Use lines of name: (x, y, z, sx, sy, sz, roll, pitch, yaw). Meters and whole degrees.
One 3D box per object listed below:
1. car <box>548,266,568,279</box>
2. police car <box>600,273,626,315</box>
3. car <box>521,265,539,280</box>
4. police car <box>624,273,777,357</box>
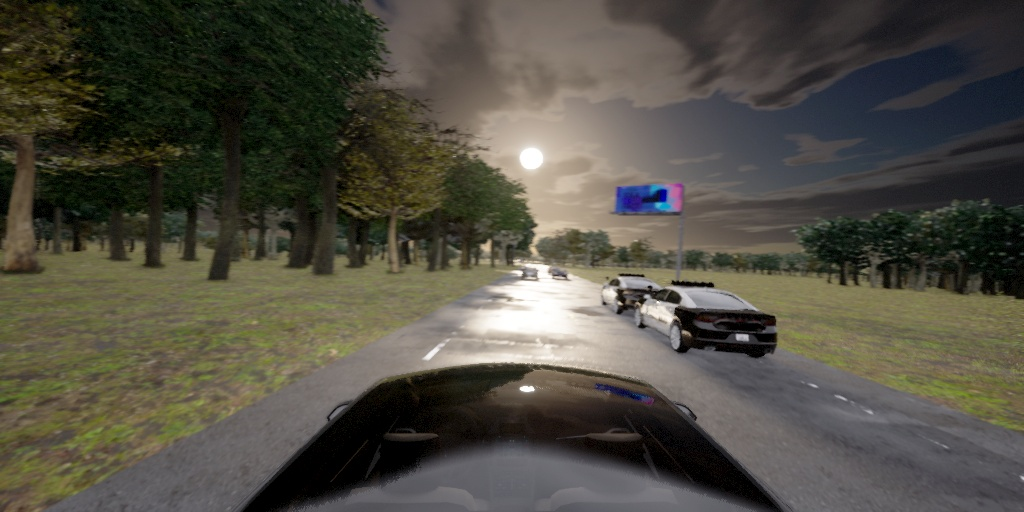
car: (5.851, 2.134, 44.417, 1.895, 1.301, 4.718, 3, -1, 4)
police car: (5.206, 1.584, 15.897, 1.930, 1.638, 5.238, 3, -1, 3)
car: (2.008, 1.784, 39.540, 2.128, 1.511, 4.902, 3, -1, 3)
police car: (4.862, 1.498, 9.907, 1.930, 1.638, 5.238, 3, -1, 3)
